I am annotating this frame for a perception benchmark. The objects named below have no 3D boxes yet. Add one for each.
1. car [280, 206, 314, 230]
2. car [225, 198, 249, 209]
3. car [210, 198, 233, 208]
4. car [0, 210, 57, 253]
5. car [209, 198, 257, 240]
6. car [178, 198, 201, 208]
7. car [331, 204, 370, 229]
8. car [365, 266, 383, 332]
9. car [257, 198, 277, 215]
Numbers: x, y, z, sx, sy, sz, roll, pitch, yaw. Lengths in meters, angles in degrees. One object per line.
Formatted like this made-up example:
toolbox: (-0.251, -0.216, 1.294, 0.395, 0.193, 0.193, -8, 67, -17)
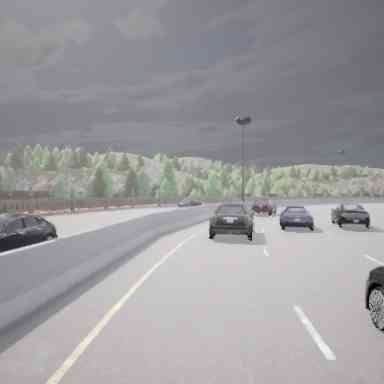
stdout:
car: (6.728, 1.611, 21.571, 1.994, 1.385, 4.181, 0, 0, 15)
car: (6.677, 1.660, 48.858, 1.837, 1.490, 4.892, 0, -1, 31)
car: (4.653, 1.737, 52.251, 1.994, 1.385, 4.181, 0, 0, 32)
car: (-6.241, 1.495, 10.748, 1.837, 1.490, 4.892, 0, 0, 8)
car: (2.201, 1.381, 17.611, 2.097, 1.767, 4.553, 0, 0, 11)
car: (-0.356, 1.650, 50.602, 2.128, 1.511, 4.902, 0, -1, 29)
car: (10.598, 1.548, 22.472, 2.128, 1.511, 4.902, 0, 0, 16)
car: (3.858, 1.512, 3.901, 2.128, 1.511, 4.902, 0, 0, 3)
car: (7.583, 1.439, 34.718, 2.097, 1.767, 4.553, 0, 0, 22)
